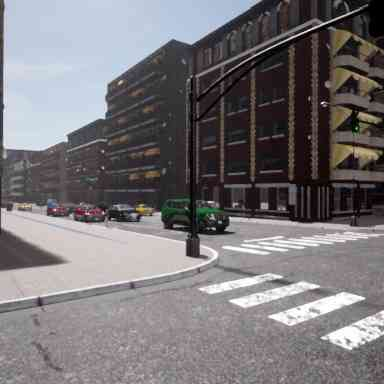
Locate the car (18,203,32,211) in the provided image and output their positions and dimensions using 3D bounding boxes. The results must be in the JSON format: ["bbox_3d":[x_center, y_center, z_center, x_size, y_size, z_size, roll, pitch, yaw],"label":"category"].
[{"bbox_3d":[-29.215,2.550,58.153,1.752,1.417,4.829,-1,0,-36],"label":"car"}]

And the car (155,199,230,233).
[{"bbox_3d":[0.042,1.489,21.923,2.150,2.045,5.566,0,-1,-36],"label":"car"}]

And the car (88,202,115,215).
[{"bbox_3d":[-12.073,2.172,44.221,1.882,1.535,5.008,0,-1,-36],"label":"car"}]

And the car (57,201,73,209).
[{"bbox_3d":[-25.866,2.594,67.728,1.967,1.590,4.097,-1,0,-36],"label":"car"}]

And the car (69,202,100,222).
[{"bbox_3d":[-9.534,1.908,30.821,1.967,1.590,4.097,-1,0,-36],"label":"car"}]

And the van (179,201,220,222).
[{"bbox_3d":[0.646,1.750,31.200,1.690,1.788,3.998,-1,0,-36],"label":"van"}]

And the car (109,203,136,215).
[{"bbox_3d":[-9.378,2.252,44.835,1.947,1.339,4.313,-1,0,-36],"label":"car"}]

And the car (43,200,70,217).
[{"bbox_3d":[-16.128,2.094,39.978,1.967,1.590,4.097,-1,0,-36],"label":"car"}]

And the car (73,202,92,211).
[{"bbox_3d":[-19.370,2.495,58.709,1.752,1.417,4.829,-1,0,-36],"label":"car"}]

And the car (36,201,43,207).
[{"bbox_3d":[-39.051,3.097,86.040,1.947,1.339,4.313,-1,0,-36],"label":"car"}]

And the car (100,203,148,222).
[{"bbox_3d":[-6.435,1.941,30.920,2.128,1.511,4.902,0,-1,-36],"label":"car"}]

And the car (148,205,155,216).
[{"bbox_3d":[-6.181,2.122,40.395,1.752,1.417,4.829,-1,0,-36],"label":"car"}]

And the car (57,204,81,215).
[{"bbox_3d":[-16.912,2.311,45.555,1.994,1.385,4.181,0,-1,-35],"label":"car"}]

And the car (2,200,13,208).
[{"bbox_3d":[-42.507,2.718,76.606,2.192,1.841,5.009,-1,0,-36],"label":"car"}]

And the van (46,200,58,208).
[{"bbox_3d":[-32.463,2.683,76.886,1.690,1.788,3.998,-1,0,-36],"label":"van"}]
